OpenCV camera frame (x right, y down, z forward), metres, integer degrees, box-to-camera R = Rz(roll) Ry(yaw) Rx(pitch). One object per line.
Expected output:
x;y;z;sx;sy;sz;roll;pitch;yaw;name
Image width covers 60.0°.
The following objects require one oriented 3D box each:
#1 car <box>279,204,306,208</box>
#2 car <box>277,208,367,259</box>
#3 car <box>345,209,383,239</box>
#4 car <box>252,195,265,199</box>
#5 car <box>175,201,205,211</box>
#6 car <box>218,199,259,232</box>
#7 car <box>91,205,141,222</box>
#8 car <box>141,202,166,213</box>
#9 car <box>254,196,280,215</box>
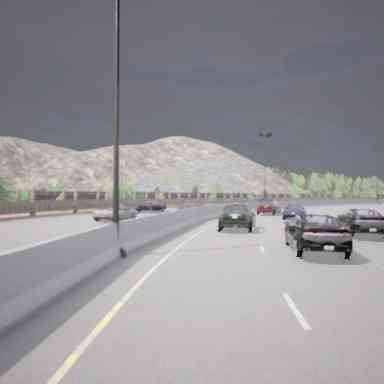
9.660;1.850;31.253;1.994;1.385;4.181;0;0;21;car
4.810;1.617;13.166;2.128;1.511;4.902;0;0;9;car
9.473;1.683;18.796;2.128;1.511;4.902;0;0;13;car
13.271;1.697;65.470;2.150;2.045;5.566;0;-1;39;car
-0.110;1.748;35.661;1.882;1.535;5.008;0;-1;22;car
3.045;1.534;21.886;2.097;1.767;4.553;0;0;14;car
-6.409;1.781;27.982;1.895;1.301;4.718;0;0;17;car
-5.102;1.894;41.954;1.895;1.301;4.718;0;0;24;car
9.050;1.692;38.789;2.097;1.767;4.553;0;0;24;car
